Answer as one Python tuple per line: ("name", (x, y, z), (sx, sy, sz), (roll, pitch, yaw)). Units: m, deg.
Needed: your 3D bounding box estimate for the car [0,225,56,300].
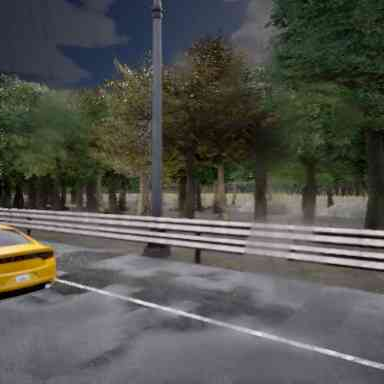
("car", (-5.201, 1.473, 7.703), (5.008, 1.535, 1.882), (0, 0, 36))
